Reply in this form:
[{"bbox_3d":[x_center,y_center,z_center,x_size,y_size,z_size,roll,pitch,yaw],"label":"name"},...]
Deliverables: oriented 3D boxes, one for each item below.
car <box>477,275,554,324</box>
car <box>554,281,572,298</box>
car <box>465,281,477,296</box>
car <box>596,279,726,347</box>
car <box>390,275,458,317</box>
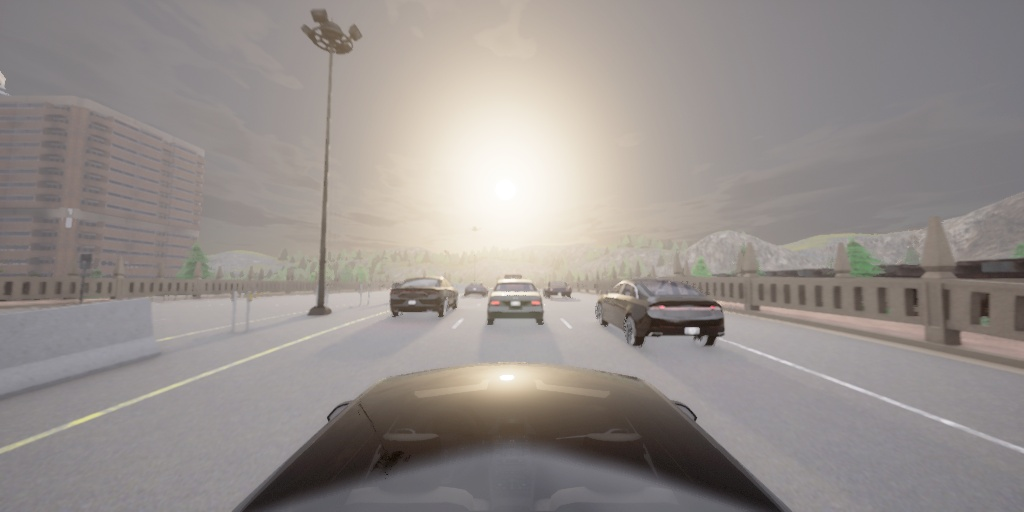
[{"bbox_3d":[0.103,1.535,12.884,2.033,1.411,5.357,0,-3,0],"label":"car"},{"bbox_3d":[3.607,2.749,29.334,1.895,1.301,4.718,0,-5,0],"label":"car"},{"bbox_3d":[-3.392,3.137,34.683,1.994,1.385,4.181,0,-5,0],"label":"car"},{"bbox_3d":[3.602,1.355,9.598,2.128,1.511,4.902,0,-2,0],"label":"car"},{"bbox_3d":[-3.396,1.552,14.673,1.882,1.535,5.008,0,-3,0],"label":"car"}]
